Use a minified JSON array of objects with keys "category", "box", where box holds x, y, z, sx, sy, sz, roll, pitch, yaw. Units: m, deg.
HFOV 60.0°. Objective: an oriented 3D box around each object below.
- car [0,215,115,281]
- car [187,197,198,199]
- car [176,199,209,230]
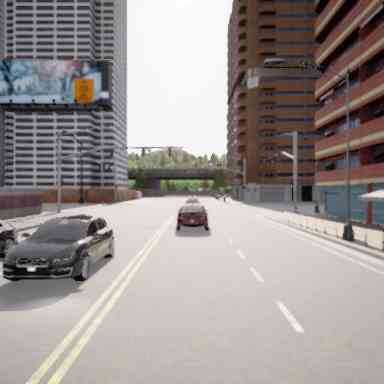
[{"category":"car","box":[-3.595,1.488,9.879,1.837,1.490,4.892,0,0,0]},{"category":"car","box":[0.061,1.397,44.392,1.882,1.535,5.008,0,0,0]},{"category":"car","box":[0.041,1.440,20.643,1.882,1.535,5.008,0,0,0]}]
